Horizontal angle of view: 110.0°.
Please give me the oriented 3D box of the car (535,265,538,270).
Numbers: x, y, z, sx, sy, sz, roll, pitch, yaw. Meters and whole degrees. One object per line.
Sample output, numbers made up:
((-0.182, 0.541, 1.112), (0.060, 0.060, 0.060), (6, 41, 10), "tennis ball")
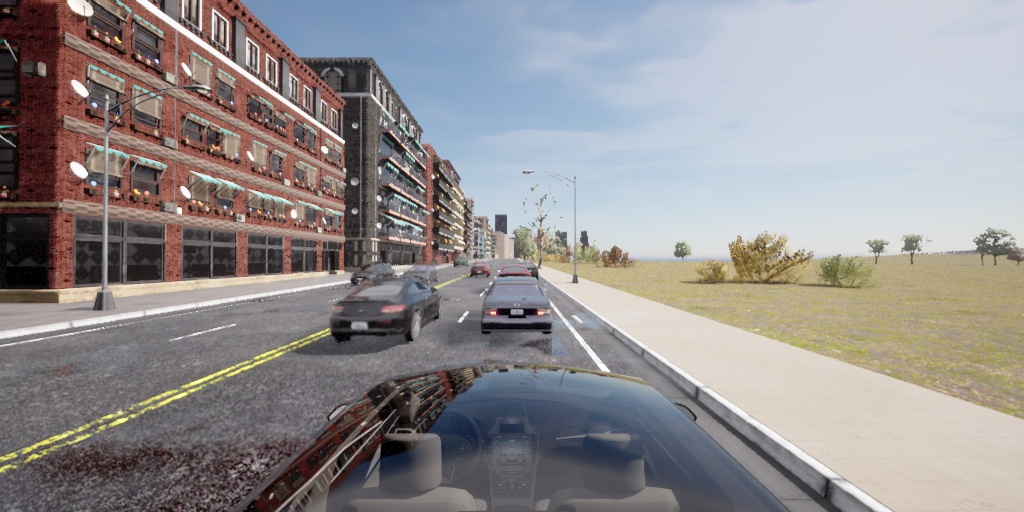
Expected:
((1.210, 1.257, 30.556), (1.882, 1.535, 5.008), (0, 0, 0), "car")

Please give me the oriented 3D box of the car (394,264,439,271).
((-6.538, 1.322, 26.113), (2.033, 1.411, 5.357), (0, 0, 0), "car")

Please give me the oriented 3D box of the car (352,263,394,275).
((-9.791, 1.279, 25.625), (1.837, 1.490, 4.892), (0, 0, 0), "car")

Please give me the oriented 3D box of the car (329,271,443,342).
((-3.133, 1.284, 9.678), (1.812, 1.442, 4.674), (0, 0, 0), "car")

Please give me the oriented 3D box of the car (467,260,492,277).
((-3.064, 1.309, 35.975), (1.812, 1.442, 4.674), (0, 0, 0), "car")

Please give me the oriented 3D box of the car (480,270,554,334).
((0.121, 1.307, 10.579), (2.033, 1.411, 5.357), (0, 0, 0), "car")

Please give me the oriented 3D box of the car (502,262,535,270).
((0.151, 1.248, 21.119), (1.882, 1.535, 5.008), (0, 0, 0), "car")
